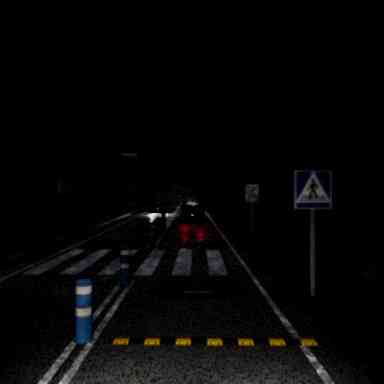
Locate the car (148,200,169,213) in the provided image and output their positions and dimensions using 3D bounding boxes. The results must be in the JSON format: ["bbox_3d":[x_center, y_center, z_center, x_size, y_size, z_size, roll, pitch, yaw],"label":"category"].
[{"bbox_3d":[-3.474,1.518,35.615,1.994,1.385,4.181,0,0,0],"label":"car"}]

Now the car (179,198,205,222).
[{"bbox_3d":[0.023,1.465,26.383,2.128,1.511,4.902,0,0,0],"label":"car"}]

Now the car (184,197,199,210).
[{"bbox_3d":[-0.078,1.458,43.003,1.812,1.442,4.674,0,0,0],"label":"car"}]
